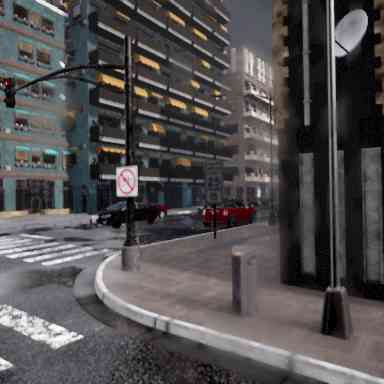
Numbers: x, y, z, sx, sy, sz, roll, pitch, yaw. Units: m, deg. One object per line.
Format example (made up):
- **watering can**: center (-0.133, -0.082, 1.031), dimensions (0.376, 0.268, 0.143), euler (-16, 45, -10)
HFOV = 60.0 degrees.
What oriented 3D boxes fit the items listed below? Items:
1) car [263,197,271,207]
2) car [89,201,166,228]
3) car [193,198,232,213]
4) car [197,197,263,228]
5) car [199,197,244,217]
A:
- **car**: center (8.845, 1.299, 43.501), dimensions (1.947, 1.339, 4.313), euler (-1, 0, 36)
- **car**: center (-4.214, 1.379, 21.159), dimensions (2.128, 1.511, 4.902), euler (-1, 0, 36)
- **car**: center (2.180, 1.372, 34.339), dimensions (2.008, 1.369, 4.403), euler (-1, 0, 36)
- **car**: center (2.383, 1.195, 20.186), dimensions (1.967, 1.590, 4.097), euler (-1, 0, 36)
- **car**: center (2.825, 1.294, 30.832), dimensions (1.837, 1.490, 4.892), euler (-1, 1, 36)
